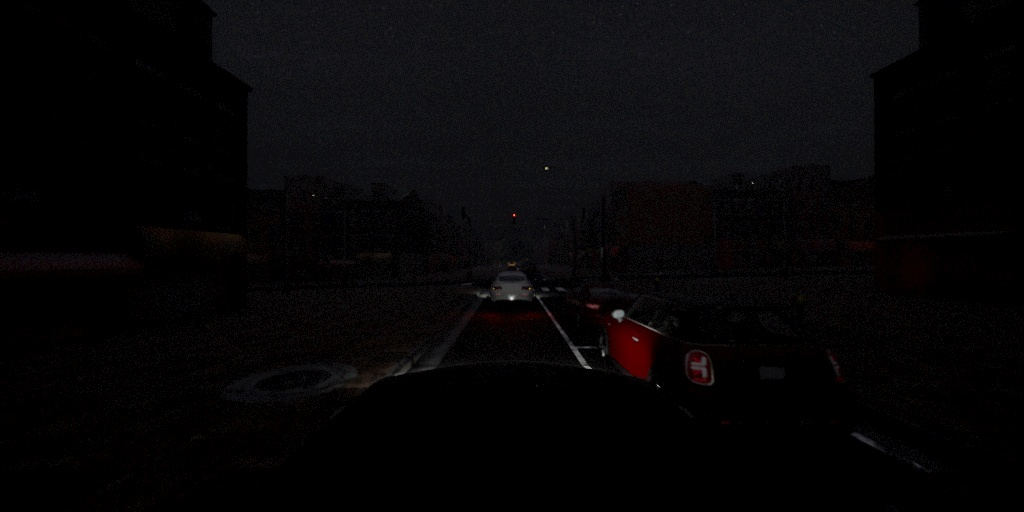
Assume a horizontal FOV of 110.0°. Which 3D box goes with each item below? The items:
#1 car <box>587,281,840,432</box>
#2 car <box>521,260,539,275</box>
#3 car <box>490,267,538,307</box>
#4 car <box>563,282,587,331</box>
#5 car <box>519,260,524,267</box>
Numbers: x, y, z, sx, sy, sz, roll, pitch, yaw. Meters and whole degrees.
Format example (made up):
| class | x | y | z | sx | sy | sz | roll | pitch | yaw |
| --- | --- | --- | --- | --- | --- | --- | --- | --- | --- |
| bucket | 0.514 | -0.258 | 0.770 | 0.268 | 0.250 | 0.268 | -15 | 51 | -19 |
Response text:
| class | x | y | z | sx | sy | sz | roll | pitch | yaw |
| --- | --- | --- | --- | --- | --- | --- | --- | --- | --- |
| car | 2.634 | 1.226 | 5.563 | 1.967 | 1.591 | 4.097 | 0 | 0 | 0 |
| car | 2.604 | 1.720 | 48.367 | 1.967 | 1.591 | 4.097 | 0 | 0 | 0 |
| car | -0.007 | 1.420 | 16.223 | 1.812 | 1.442 | 4.674 | 0 | 0 | 0 |
| car | 2.630 | 1.423 | 11.029 | 1.802 | 1.307 | 4.207 | 0 | 0 | 0 |
| car | 2.600 | 1.667 | 53.768 | 2.192 | 1.841 | 5.009 | 0 | 0 | 0 |
